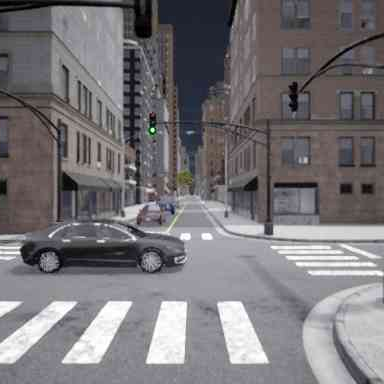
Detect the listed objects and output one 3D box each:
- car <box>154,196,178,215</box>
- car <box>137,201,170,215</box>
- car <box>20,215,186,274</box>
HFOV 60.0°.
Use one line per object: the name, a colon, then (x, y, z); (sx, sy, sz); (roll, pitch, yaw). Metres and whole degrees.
car: (-3.041, 1.466, 37.873); (2.150, 2.045, 5.566); (0, 0, -1)
car: (-3.050, 1.693, 25.677); (1.812, 1.442, 4.674); (0, 0, 1)
car: (-2.612, 1.604, 10.234); (4.892, 1.490, 1.837); (0, 0, 0)
